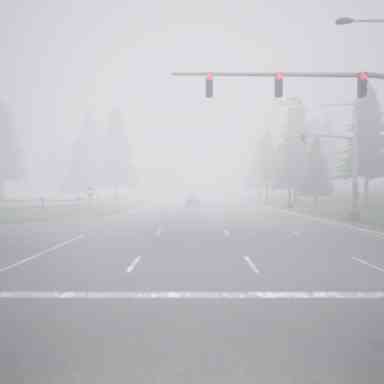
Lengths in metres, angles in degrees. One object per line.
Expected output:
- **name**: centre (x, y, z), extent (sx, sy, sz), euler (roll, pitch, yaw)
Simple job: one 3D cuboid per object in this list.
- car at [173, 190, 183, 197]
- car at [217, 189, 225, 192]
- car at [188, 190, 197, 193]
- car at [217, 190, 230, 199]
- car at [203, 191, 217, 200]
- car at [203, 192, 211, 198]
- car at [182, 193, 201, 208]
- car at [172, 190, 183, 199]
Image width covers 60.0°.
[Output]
- **car**: centre (-3.382, 0.402, 81.682), extent (2.097, 1.767, 4.553), euler (0, 1, 0)
- **car**: centre (7.118, 0.272, 81.725), extent (2.150, 2.045, 5.566), euler (0, 1, 0)
- **car**: centre (0.104, 0.855, 71.707), extent (1.994, 1.385, 4.181), euler (0, 1, 0)
- **car**: centre (7.104, 0.828, 71.697), extent (1.812, 1.442, 4.674), euler (0, 1, 0)
- **car**: centre (3.603, 0.832, 71.285), extent (2.128, 1.511, 4.902), euler (0, 1, 0)
- **car**: centre (3.618, 0.642, 81.734), extent (1.895, 1.301, 4.718), euler (0, 1, 0)
- **car**: centre (0.059, 1.134, 40.679), extent (1.812, 1.442, 4.674), euler (0, 1, 0)
- **car**: centre (-3.397, 0.846, 71.296), extent (2.033, 1.411, 5.357), euler (0, 1, 0)
